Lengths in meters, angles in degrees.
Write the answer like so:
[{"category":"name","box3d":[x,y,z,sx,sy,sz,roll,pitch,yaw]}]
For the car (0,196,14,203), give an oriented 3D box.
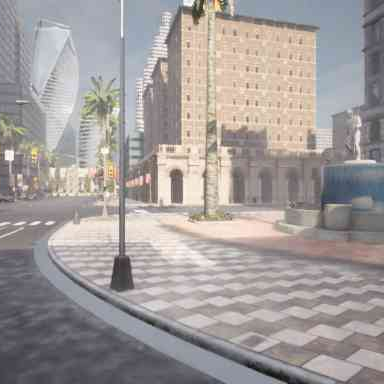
[{"category":"car","box3d":[-38.961,1.513,70.149,2.161,1.482,4.786,0,0,-15]}]
